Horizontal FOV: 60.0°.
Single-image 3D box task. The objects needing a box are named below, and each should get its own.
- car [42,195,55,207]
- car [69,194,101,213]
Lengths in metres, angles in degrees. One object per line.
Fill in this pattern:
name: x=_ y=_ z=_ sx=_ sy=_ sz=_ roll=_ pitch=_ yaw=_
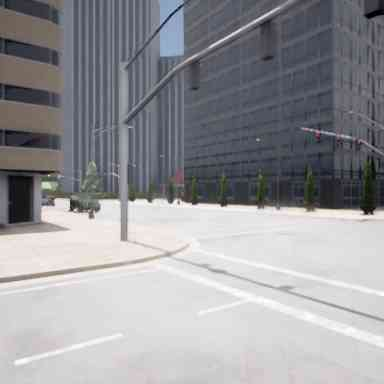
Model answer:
car: x=-23.042 y=1.650 z=52.492 sx=1.994 sy=1.385 sz=4.181 roll=0 pitch=0 yaw=-36
car: x=-12.156 y=1.263 z=37.472 sx=2.150 sy=2.045 sz=5.566 roll=0 pitch=0 yaw=-36
